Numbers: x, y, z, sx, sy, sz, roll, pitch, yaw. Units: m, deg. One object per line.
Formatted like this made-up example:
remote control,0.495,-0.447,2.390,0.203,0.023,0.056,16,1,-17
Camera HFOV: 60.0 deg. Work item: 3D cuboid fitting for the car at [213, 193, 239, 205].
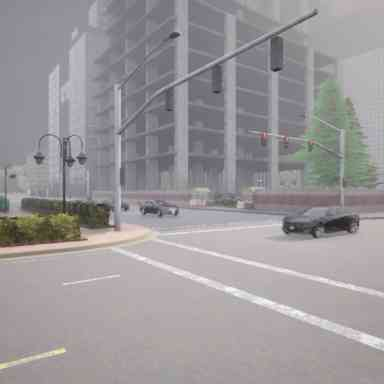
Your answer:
car,5.043,1.114,53.485,1.905,1.878,3.866,0,0,-36

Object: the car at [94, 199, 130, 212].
car,-9.149,1.492,38.684,2.033,1.411,5.357,0,0,-36

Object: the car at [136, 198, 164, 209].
car,-5.889,1.545,46.440,1.895,1.301,4.718,0,0,-36

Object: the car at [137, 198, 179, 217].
car,-3.046,1.436,30.283,2.128,1.511,4.902,0,0,-36

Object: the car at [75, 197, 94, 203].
car,-14.954,1.449,46.697,1.837,1.490,4.892,0,0,-36

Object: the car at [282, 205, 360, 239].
car,6.842,1.464,17.494,5.008,1.535,1.882,0,0,-36

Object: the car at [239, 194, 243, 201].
car,7.433,1.114,55.200,1.905,1.878,3.866,0,0,-36
